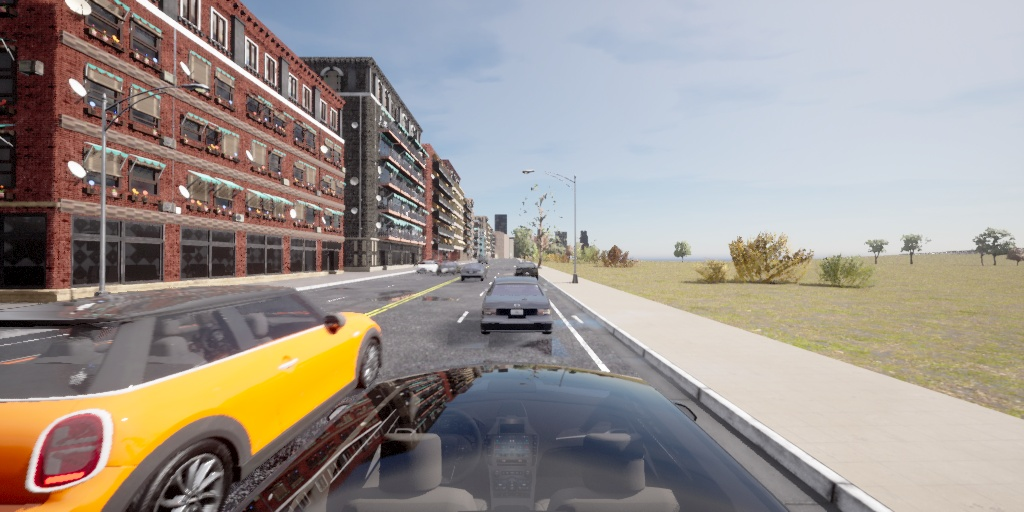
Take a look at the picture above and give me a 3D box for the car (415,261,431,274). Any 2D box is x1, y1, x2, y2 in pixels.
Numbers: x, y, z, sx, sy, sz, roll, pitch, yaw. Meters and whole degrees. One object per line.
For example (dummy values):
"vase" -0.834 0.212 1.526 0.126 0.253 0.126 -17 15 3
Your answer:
"car" -9.770 1.290 41.734 1.812 1.442 4.674 0 0 0

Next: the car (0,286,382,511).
"car" -3.149 1.104 3.991 2.097 1.767 4.553 0 0 0

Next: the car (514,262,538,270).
"car" 1.195 1.239 30.498 1.882 1.535 5.008 0 0 0

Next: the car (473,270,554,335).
"car" 0.116 1.301 10.527 2.033 1.411 5.357 0 0 0

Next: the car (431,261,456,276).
"car" -6.530 1.254 37.106 2.128 1.511 4.902 0 0 0

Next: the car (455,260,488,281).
"car" -3.104 1.308 30.139 2.033 1.411 5.357 0 0 1
